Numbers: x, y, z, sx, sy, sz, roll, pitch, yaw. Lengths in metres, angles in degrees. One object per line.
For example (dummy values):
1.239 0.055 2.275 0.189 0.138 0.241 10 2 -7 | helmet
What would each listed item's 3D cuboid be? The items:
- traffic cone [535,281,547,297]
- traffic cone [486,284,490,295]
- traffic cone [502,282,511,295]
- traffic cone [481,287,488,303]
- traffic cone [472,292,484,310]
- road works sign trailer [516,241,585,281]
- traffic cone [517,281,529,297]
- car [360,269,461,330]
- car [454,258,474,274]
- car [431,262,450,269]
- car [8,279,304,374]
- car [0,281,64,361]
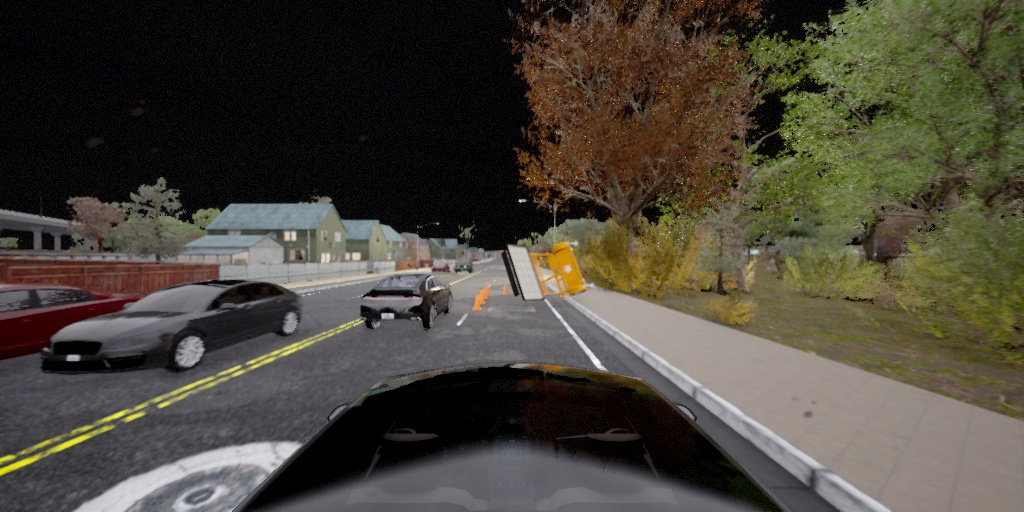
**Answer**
1.620 1.863 20.162 0.340 0.580 0.340 0 0 0 | traffic cone
-1.379 1.846 18.162 0.340 0.580 0.340 0 0 0 | traffic cone
-0.380 1.863 20.162 0.340 0.580 0.340 0 0 0 | traffic cone
-1.380 1.829 16.163 0.340 0.580 0.340 0 0 0 | traffic cone
-1.380 1.812 14.162 0.340 0.580 0.340 0 0 0 | traffic cone
2.185 -0.847 16.397 2.880 3.560 2.380 0 0 -40 | road works sign trailer
0.620 1.863 20.163 0.340 0.580 0.340 0 0 0 | traffic cone
-3.148 1.325 11.511 2.128 1.511 4.902 0 0 0 | car
-6.582 1.358 49.721 2.150 2.045 5.566 0 0 0 | car
-9.830 1.615 49.674 1.882 1.535 5.008 0 -1 0 | car
-6.599 1.307 7.824 1.837 1.490 4.892 0 -1 0 | car
-9.849 1.269 6.558 1.882 1.535 5.008 0 -1 0 | car
